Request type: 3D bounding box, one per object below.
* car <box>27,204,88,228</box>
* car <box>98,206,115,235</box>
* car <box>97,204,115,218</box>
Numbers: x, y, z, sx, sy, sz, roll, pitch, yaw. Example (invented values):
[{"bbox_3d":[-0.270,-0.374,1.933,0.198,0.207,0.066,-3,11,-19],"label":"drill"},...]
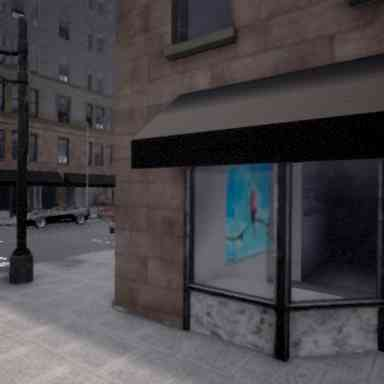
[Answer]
[{"bbox_3d":[-8.584,1.430,20.886,1.947,1.339,4.313,1,0,35],"label":"car"},{"bbox_3d":[-2.040,1.496,16.242,2.008,1.369,4.403,1,0,35],"label":"car"},{"bbox_3d":[-5.296,1.449,25.520,1.802,1.307,4.206,1,0,35],"label":"car"}]
